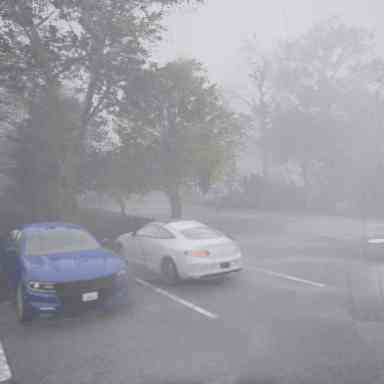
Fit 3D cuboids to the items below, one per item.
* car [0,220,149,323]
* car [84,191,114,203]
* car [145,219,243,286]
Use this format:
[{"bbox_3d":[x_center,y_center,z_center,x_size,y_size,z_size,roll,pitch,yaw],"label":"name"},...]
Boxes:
[{"bbox_3d":[-3.144,1.468,7.571,2.097,1.535,5.008,0,0,-35],"label":"car"},{"bbox_3d":[-12.625,0.573,45.550,4.553,1.767,2.097,0,3,31],"label":"car"},{"bbox_3d":[-0.575,1.487,9.393,2.002,1.452,4.674,0,0,-35],"label":"car"}]
